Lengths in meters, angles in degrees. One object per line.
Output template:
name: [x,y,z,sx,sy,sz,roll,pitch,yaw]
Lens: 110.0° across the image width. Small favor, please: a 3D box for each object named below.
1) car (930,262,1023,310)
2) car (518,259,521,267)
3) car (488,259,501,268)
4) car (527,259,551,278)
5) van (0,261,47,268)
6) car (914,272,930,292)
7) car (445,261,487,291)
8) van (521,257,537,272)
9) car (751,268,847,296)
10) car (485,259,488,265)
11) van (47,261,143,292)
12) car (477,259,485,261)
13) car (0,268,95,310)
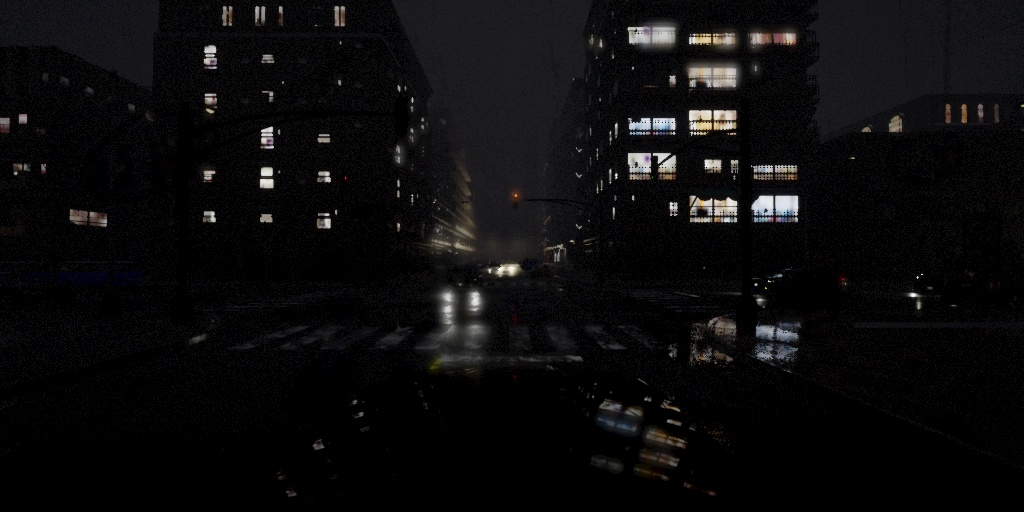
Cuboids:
car: [18.665,1.102,13.164,4.097,1.591,1.967,0,0,1]
car: [2.458,1.096,53.081,2.192,1.841,5.009,0,0,0]
car: [-2.873,1.302,59.759,1.895,1.301,4.718,0,0,0]
car: [2.628,1.287,33.594,1.751,1.417,4.829,0,0,0]
van: [-30.444,1.200,21.706,3.998,1.789,1.690,0,0,1]
car: [23.859,1.072,18.520,4.553,1.767,2.097,0,-1,1]
car: [-2.792,1.287,21.773,1.837,1.490,4.892,0,0,0]
van: [2.502,1.116,47.427,1.690,1.789,3.998,0,0,0]
car: [14.691,1.303,18.642,4.181,1.385,1.994,0,-1,1]
car: [-5.434,1.314,58.494,1.751,1.417,4.829,0,0,0]
van: [-24.850,1.189,21.631,3.998,1.789,1.690,0,0,1]
car: [-5.423,1.363,53.006,1.802,1.307,4.207,0,0,0]
car: [-19.362,1.289,13.677,4.403,1.370,2.007,0,0,1]
